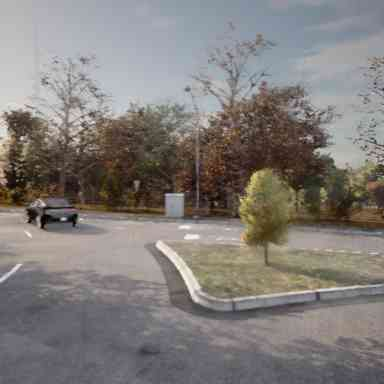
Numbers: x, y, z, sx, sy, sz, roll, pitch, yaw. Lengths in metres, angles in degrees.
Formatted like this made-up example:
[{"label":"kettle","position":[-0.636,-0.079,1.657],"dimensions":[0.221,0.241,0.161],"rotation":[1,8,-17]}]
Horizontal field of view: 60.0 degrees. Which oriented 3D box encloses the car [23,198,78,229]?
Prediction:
[{"label":"car","position":[-7.791,1.061,18.208],"dimensions":[2.128,1.511,4.902],"rotation":[0,1,-38]}]
